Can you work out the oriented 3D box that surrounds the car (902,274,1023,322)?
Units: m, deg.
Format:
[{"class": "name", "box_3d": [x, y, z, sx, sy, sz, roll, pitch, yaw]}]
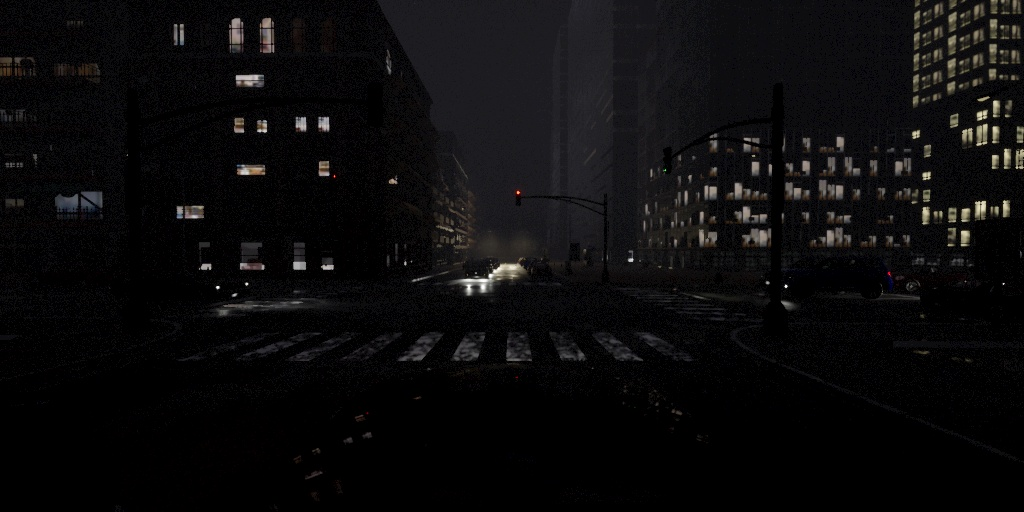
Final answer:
[{"class": "car", "box_3d": [16.705, 1.445, 12.220, 4.403, 1.370, 2.007, 0, 0, 1]}]

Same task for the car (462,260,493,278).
[{"class": "car", "box_3d": [-3.119, 1.290, 32.851, 1.994, 1.385, 4.181, 0, 0, 0]}]

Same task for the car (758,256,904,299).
[{"class": "car", "box_3d": [15.724, 1.020, 18.136, 5.566, 2.045, 2.150, 0, 1, 1]}]

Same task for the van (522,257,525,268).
[{"class": "van", "box_3d": [2.612, 1.045, 49.451, 1.690, 1.789, 3.998, 0, 0, 0]}]

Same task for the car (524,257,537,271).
[{"class": "car", "box_3d": [2.623, 1.159, 38.159, 1.967, 1.591, 4.097, 0, 0, 0]}]

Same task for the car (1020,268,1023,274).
[{"class": "car", "box_3d": [25.744, 1.336, 18.010, 4.902, 1.511, 2.128, 0, 1, 1]}]

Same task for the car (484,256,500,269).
[{"class": "car", "box_3d": [-3.130, 1.054, 50.826, 2.097, 1.767, 4.553, 0, 0, 0]}]

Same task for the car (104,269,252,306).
[{"class": "car", "box_3d": [-13.838, 1.315, 15.169, 4.718, 1.301, 1.895, 0, 1, 4]}]

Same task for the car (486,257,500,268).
[{"class": "car", "box_3d": [-3.116, 1.038, 60.734, 2.097, 1.767, 4.553, 0, 0, 0]}]

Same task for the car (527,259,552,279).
[{"class": "car", "box_3d": [2.628, 1.272, 32.514, 1.888, 1.381, 4.507, 0, 0, 0]}]

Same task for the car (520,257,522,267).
[{"class": "car", "box_3d": [2.607, 1.240, 55.097, 1.888, 1.381, 4.507, 0, 0, 0]}]

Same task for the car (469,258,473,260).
[{"class": "car", "box_3d": [-5.736, 1.270, 49.410, 1.948, 1.339, 4.313, 0, 0, 0]}]

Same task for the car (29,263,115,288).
[{"class": "car", "box_3d": [-25.875, 1.110, 21.377, 4.507, 1.381, 1.888, 0, 0, 1]}]

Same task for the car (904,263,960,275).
[{"class": "car", "box_3d": [23.356, 1.230, 20.773, 4.097, 1.591, 1.967, 0, 0, 1]}]

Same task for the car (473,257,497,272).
[{"class": "car", "box_3d": [-3.135, 1.220, 41.590, 1.837, 1.490, 4.892, 0, 0, 0]}]
